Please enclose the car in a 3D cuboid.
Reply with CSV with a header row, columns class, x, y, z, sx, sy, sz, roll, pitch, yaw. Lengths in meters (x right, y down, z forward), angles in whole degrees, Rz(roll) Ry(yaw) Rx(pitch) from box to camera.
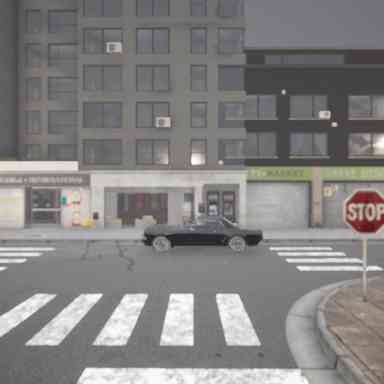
class,x,y,z,sx,sy,sz,roll,pitch,yaw
car,0.360,1.674,13.485,4.718,1.301,1.895,0,0,0
